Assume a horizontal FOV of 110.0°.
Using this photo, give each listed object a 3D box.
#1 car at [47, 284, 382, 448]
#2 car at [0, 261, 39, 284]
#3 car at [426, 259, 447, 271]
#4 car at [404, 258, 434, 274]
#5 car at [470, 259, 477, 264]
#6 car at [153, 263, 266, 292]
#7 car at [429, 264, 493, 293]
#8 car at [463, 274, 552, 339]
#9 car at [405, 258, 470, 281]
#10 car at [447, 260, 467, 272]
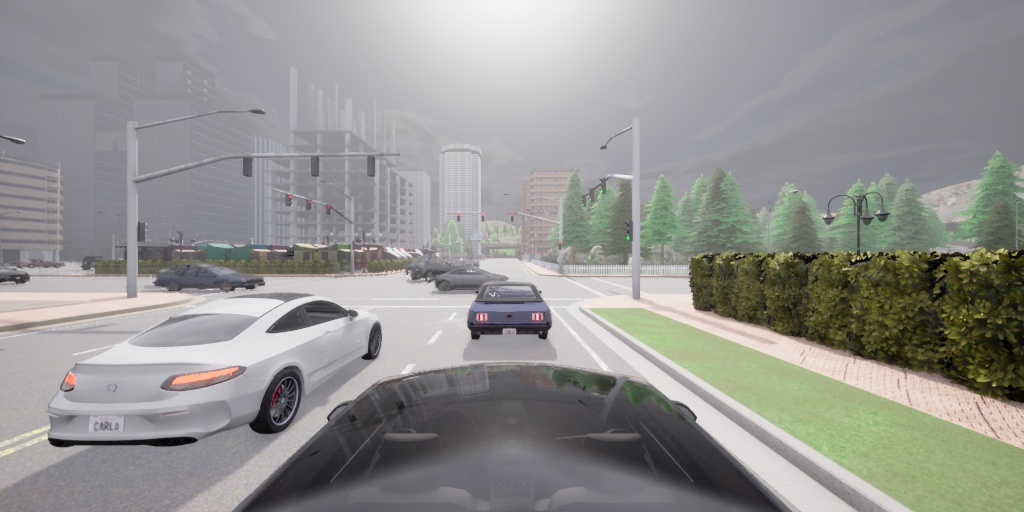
[{"bbox_3d":[-3.507,1.276,5.376,1.812,1.442,4.674,0,0,-1],"label":"car"},{"bbox_3d":[-36.268,1.255,24.634,4.892,1.490,1.837,0,0,2],"label":"car"},{"bbox_3d":[-10.582,1.228,50.536,1.882,1.535,5.008,0,0,0],"label":"car"},{"bbox_3d":[-10.727,1.102,41.572,2.097,1.767,4.553,0,0,3],"label":"car"},{"bbox_3d":[-7.070,1.255,56.024,1.837,1.490,4.892,0,0,0],"label":"car"},{"bbox_3d":[-17.314,1.297,20.625,5.357,1.411,2.033,0,0,2],"label":"car"},{"bbox_3d":[-2.208,1.314,20.222,4.181,1.385,1.994,0,0,2],"label":"car"},{"bbox_3d":[-0.092,1.351,9.984,1.895,1.301,4.718,0,0,-1],"label":"car"},{"bbox_3d":[-6.161,1.102,29.985,2.097,1.767,4.553,0,0,40],"label":"car"},{"bbox_3d":[-7.090,1.255,46.914,1.837,1.490,4.892,0,0,0],"label":"car"}]
